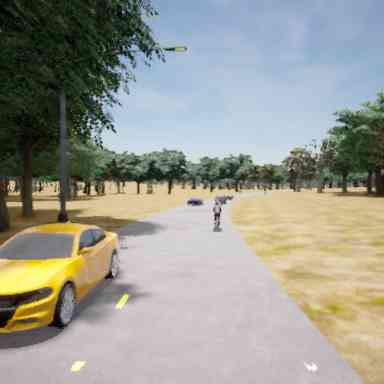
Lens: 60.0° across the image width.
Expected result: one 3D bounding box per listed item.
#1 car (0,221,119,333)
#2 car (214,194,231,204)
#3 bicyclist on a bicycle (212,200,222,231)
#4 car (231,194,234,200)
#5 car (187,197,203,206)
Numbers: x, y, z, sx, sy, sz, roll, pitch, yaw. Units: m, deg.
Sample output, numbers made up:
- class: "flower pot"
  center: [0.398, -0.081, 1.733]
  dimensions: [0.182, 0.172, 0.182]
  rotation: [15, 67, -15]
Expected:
- class: "car"
  center: [-2.949, 1.462, 7.148]
  dimensions: [1.882, 1.535, 5.008]
  rotation: [0, 0, 1]
- class: "car"
  center: [4.823, 1.159, 55.577]
  dimensions: [2.128, 1.511, 4.902]
  rotation: [0, 1, 9]
- class: "bicyclist on a bicycle"
  center: [1.447, 1.417, 19.107]
  dimensions: [0.582, 1.620, 1.656]
  rotation: [0, 0, 3]
- class: "car"
  center: [8.150, 1.054, 73.527]
  dimensions: [1.895, 1.301, 4.718]
  rotation: [1, 1, 12]
- class: "car"
  center: [0.489, 1.326, 48.467]
  dimensions: [1.895, 1.301, 4.718]
  rotation: [0, 1, 9]
